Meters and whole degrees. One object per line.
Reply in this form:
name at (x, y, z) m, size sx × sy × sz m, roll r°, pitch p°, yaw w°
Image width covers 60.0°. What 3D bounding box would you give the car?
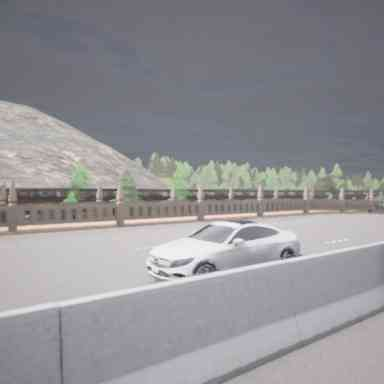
car at (1.043, 1.512, 9.018) m, size 4.674 × 1.442 × 1.812 m, roll 0°, pitch 0°, yaw -36°
